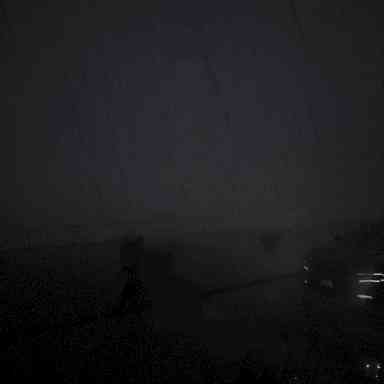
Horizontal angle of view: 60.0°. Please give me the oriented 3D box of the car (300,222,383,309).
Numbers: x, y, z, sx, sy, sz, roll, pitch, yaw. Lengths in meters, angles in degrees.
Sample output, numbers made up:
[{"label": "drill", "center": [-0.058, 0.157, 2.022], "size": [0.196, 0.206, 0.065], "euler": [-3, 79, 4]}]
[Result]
[{"label": "car", "center": [4.612, 1.456, 7.690], "size": [5.008, 1.535, 1.882], "euler": [0, 0, -34]}]
